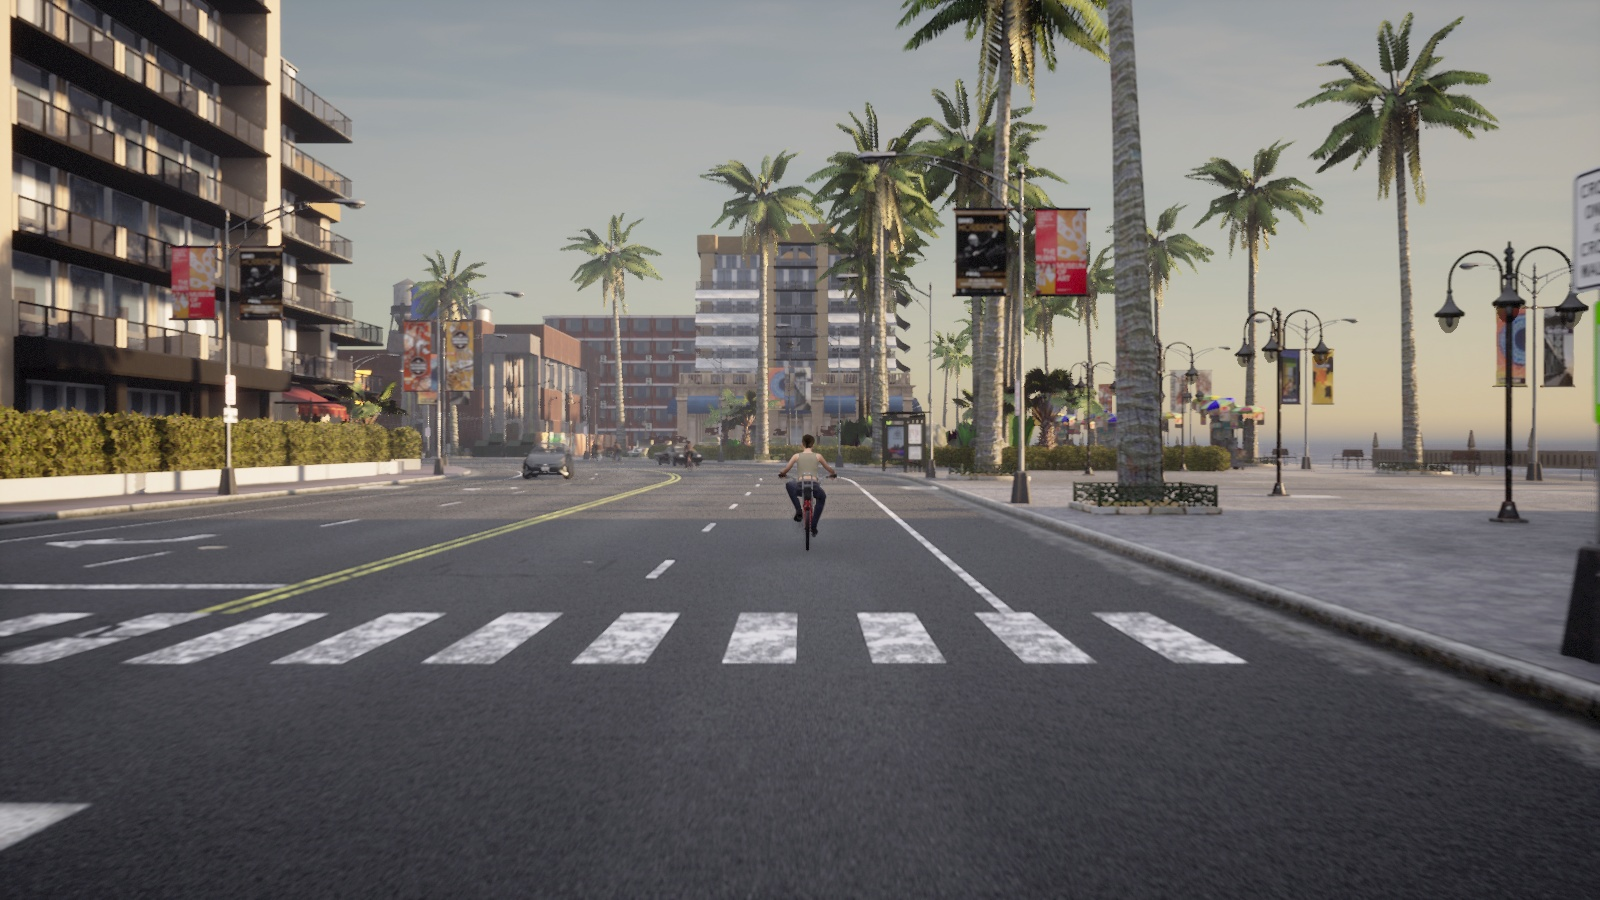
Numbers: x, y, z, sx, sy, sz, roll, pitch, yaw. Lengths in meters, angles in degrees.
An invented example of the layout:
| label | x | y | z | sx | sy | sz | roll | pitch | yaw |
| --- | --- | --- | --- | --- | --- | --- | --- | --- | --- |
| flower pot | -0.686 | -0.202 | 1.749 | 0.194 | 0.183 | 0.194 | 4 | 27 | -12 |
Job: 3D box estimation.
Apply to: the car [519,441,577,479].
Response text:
| label | x | y | z | sx | sy | sz | roll | pitch | yaw |
| --- | --- | --- | --- | --- | --- | --- | --- | --- | --- |
| car | -10.550 | 0.387 | 52.833 | 2.007 | 1.525 | 4.514 | 0 | 0 | -6 |

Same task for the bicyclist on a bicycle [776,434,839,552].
| label | x | y | z | sx | sy | sz | roll | pitch | yaw |
| --- | --- | --- | --- | --- | --- | --- | --- | --- | --- |
| bicyclist on a bicycle | 0.111 | 0.582 | 17.945 | 0.866 | 1.612 | 1.509 | 0 | 0 | 1 |

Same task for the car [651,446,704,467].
| label | x | y | z | sx | sy | sz | roll | pitch | yaw |
| --- | --- | --- | --- | --- | --- | --- | --- | --- | --- |
| car | -7.957 | 0.382 | 81.388 | 1.895 | 1.301 | 4.718 | 0 | 0 | -26 |
